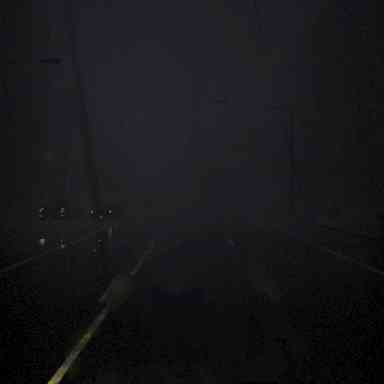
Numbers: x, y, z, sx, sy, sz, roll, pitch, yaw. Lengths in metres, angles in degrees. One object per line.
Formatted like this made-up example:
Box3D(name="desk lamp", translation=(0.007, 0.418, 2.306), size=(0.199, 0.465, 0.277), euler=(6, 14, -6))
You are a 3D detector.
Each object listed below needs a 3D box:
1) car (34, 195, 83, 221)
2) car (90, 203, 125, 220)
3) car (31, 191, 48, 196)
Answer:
Box3D(name="car", translation=(-10.568, 1.361, 27.011), size=(2.097, 1.767, 4.553), euler=(0, 0, 0))
Box3D(name="car", translation=(-7.061, 1.609, 28.083), size=(1.895, 1.301, 4.718), euler=(0, 0, 0))
Box3D(name="car", translation=(-25.980, 0.593, 56.706), size=(1.970, 1.475, 3.806), euler=(0, 2, 0))
